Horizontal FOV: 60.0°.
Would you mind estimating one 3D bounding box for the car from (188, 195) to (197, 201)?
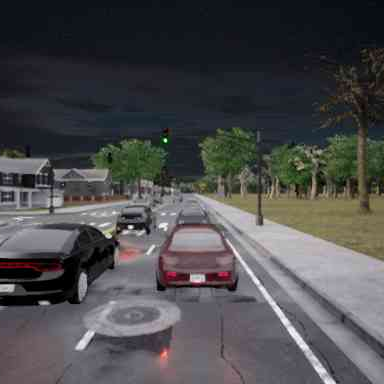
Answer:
[{"bbox_3d":[0.046,1.447,83.093,2.128,1.511,4.902,0,0,0],"label":"car"}]

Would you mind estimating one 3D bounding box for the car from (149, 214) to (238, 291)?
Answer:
[{"bbox_3d":[0.107,1.538,8.884,1.812,1.442,4.674,0,0,0],"label":"car"}]

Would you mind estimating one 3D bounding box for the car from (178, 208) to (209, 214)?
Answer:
[{"bbox_3d":[0.078,1.629,19.994,1.895,1.301,4.718,0,0,0],"label":"car"}]

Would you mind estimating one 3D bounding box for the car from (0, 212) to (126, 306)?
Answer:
[{"bbox_3d":[-3.146,1.489,8.150,1.882,1.535,5.008,0,0,0],"label":"car"}]

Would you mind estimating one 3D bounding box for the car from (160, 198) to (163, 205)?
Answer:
[{"bbox_3d":[-6.532,1.624,62.044,1.994,1.385,4.181,0,0,0],"label":"car"}]

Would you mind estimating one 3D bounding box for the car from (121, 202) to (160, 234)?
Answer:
[{"bbox_3d":[-3.136,1.532,19.347,1.837,1.490,4.892,0,0,0],"label":"car"}]

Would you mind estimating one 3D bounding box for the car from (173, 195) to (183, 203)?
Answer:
[{"bbox_3d":[-3.210,1.598,72.674,2.033,1.411,5.357,0,0,0],"label":"car"}]

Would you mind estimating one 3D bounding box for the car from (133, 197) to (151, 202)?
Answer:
[{"bbox_3d":[-6.575,1.650,41.160,1.895,1.301,4.718,0,0,0],"label":"car"}]

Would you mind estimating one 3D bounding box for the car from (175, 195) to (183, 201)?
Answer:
[{"bbox_3d":[-3.204,1.446,83.095,1.812,1.442,4.674,0,0,0],"label":"car"}]

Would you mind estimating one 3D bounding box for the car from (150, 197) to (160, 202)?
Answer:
[{"bbox_3d":[-6.564,1.546,51.283,2.128,1.511,4.902,0,0,0],"label":"car"}]

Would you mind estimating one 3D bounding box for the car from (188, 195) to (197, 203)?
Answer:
[{"bbox_3d":[0.040,1.654,73.118,1.895,1.301,4.718,0,0,0],"label":"car"}]
